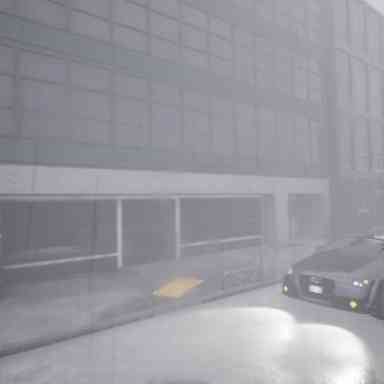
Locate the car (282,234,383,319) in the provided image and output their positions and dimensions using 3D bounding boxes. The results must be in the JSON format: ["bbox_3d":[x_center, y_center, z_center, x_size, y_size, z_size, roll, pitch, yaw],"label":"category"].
[{"bbox_3d":[3.971,1.704,7.697,4.181,1.385,1.994,0,-2,-38],"label":"car"}]
